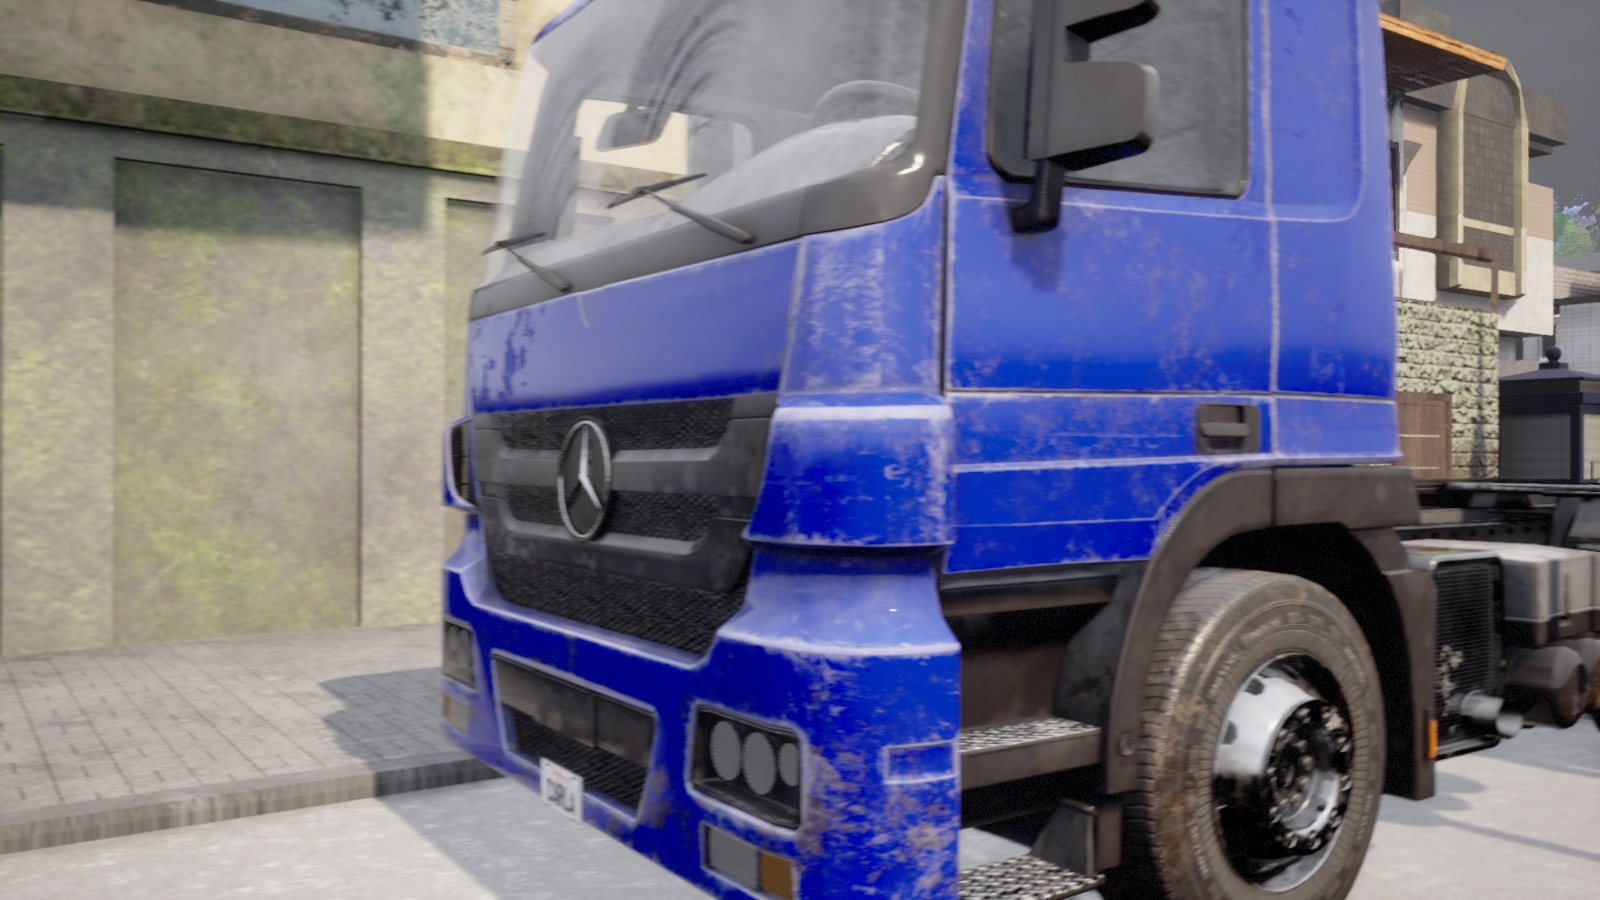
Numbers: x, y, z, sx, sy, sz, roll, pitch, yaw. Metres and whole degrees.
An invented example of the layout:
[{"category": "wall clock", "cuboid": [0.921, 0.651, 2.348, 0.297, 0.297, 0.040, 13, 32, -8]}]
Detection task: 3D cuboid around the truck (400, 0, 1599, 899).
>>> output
[{"category": "truck", "cuboid": [2.507, -0.227, 6.022, 7.936, 3.462, 2.891, 0, 0, -34]}]
